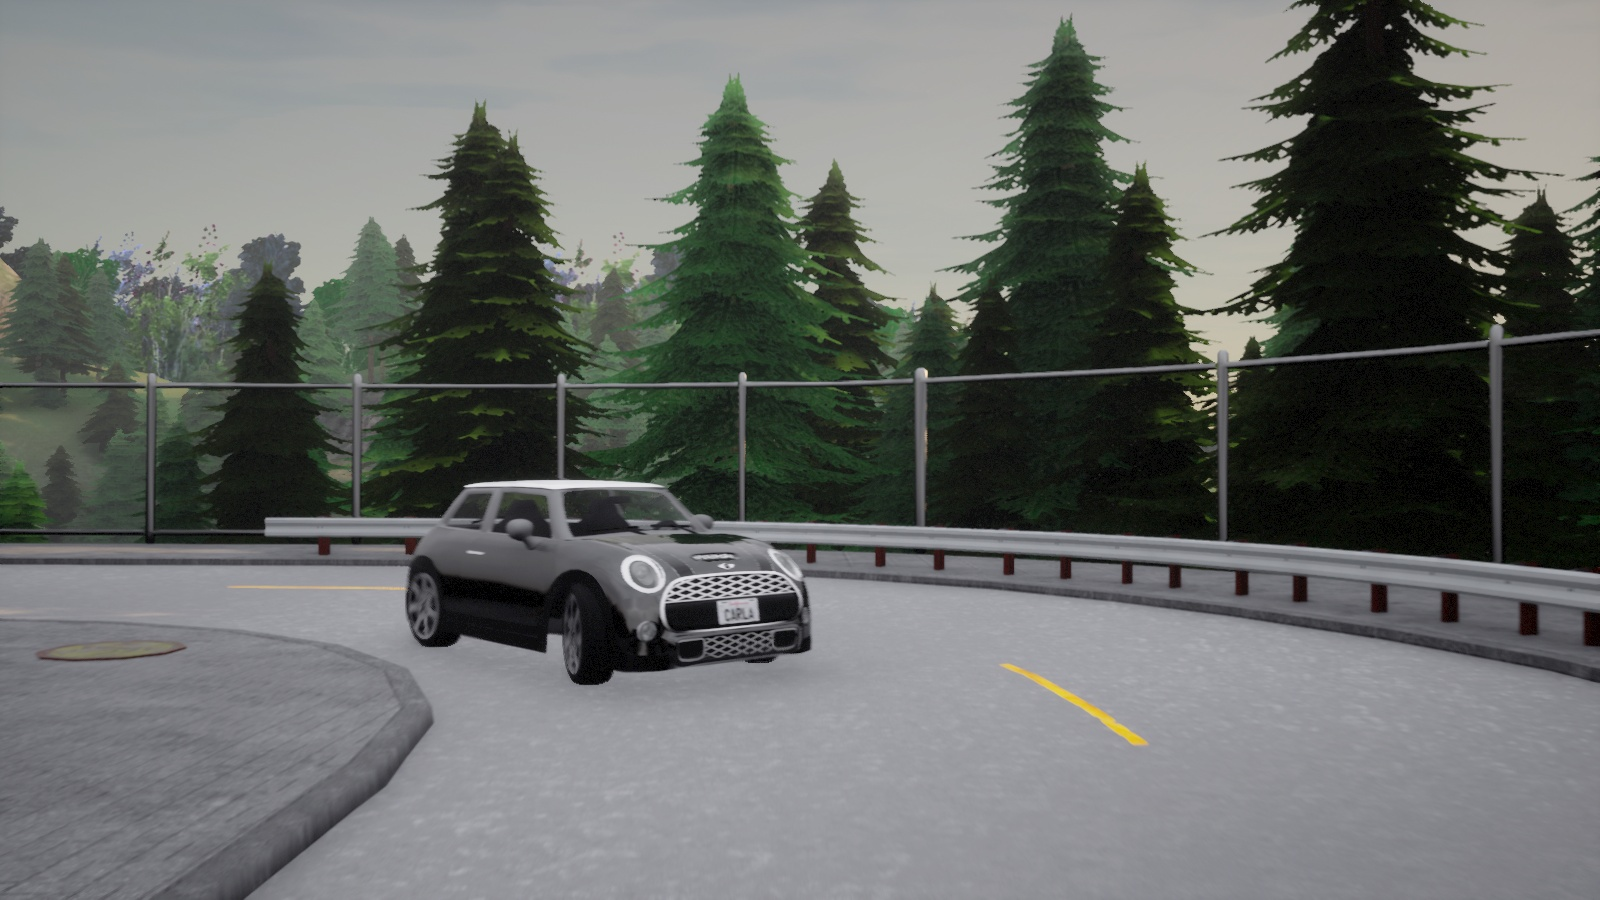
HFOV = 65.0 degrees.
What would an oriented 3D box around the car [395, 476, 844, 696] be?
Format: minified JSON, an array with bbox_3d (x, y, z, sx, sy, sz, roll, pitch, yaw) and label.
[{"bbox_3d":[-1.659,0.965,10.581,1.970,1.475,3.806,1,-1,-42],"label":"car"}]
